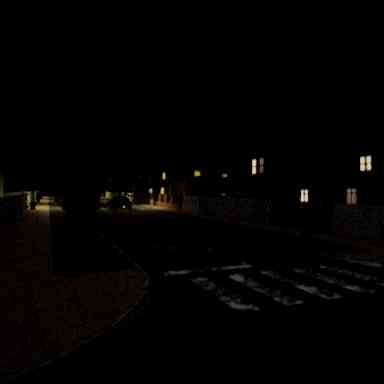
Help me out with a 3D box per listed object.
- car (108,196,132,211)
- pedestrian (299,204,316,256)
[{"bbox_3d":[-7.765,1.190,35.532,1.837,1.490,4.892,1,0,-23],"label":"car"},{"bbox_3d":[3.945,1.268,11.388,0.375,1.860,0.375,2,-2,-23],"label":"pedestrian"}]
